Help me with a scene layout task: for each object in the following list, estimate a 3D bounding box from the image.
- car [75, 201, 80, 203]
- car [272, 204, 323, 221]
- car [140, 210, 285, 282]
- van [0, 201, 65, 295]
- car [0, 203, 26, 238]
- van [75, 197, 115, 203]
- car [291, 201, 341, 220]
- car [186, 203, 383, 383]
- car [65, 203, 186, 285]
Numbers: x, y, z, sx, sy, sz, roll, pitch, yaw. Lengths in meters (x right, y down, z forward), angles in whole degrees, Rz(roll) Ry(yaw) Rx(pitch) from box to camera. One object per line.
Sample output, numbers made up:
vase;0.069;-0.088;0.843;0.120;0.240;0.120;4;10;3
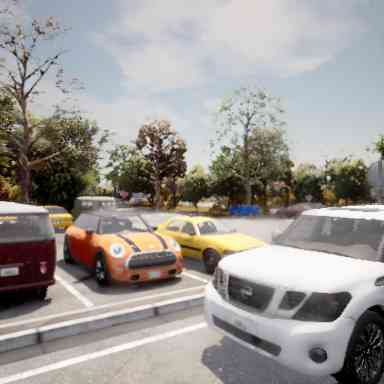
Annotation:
car;-8.724;1.502;20.328;1.946;1.575;5.366;1;0;-35
car;10.645;2.037;33.782;2.002;1.452;4.674;2;-1;-35
car;0.332;1.528;11.255;1.946;1.575;5.366;1;0;-35
van;-4.700;1.247;8.060;1.878;1.987;4.442;0;0;-35
car;-10.896;1.477;18.791;1.946;1.575;5.366;0;0;-35
van;-6.267;1.312;21.698;1.878;1.987;4.442;1;0;-35
car;13.209;1.961;35.653;2.185;1.767;4.553;2;-1;-35
car;2.840;1.261;5.641;5.566;2.045;2.150;1;0;-36
car;-2.173;1.371;9.746;2.185;1.767;4.553;1;0;-35
